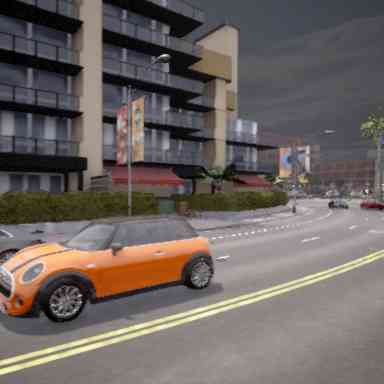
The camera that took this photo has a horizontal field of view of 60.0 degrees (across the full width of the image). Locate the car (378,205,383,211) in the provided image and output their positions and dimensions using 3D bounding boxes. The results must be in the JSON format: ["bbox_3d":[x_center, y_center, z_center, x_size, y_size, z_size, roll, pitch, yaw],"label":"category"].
[{"bbox_3d":[8.180,1.365,11.165,4.553,1.767,2.097,0,0,-45],"label":"car"}]

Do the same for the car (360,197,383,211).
[{"bbox_3d":[22.470,1.646,41.616,1.895,1.301,4.718,0,0,16],"label":"car"}]

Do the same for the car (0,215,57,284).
[{"bbox_3d":[-6.209,1.499,8.298,4.902,1.511,2.128,0,0,-37],"label":"car"}]

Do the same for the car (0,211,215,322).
[{"bbox_3d":[-1.699,1.359,7.386,4.553,1.767,2.097,0,0,-38],"label":"car"}]

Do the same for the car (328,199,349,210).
[{"bbox_3d":[19.509,1.611,44.324,1.994,1.385,4.181,0,0,13],"label":"car"}]
